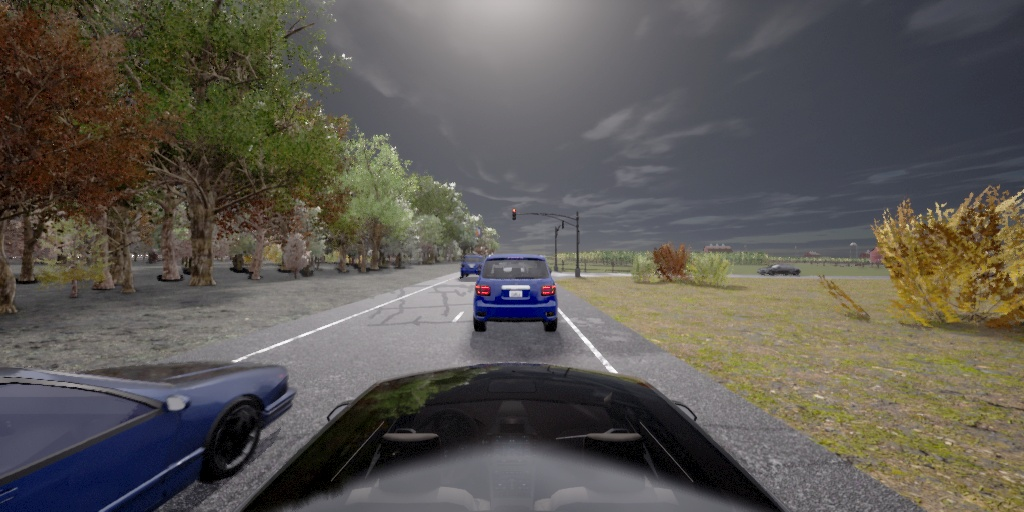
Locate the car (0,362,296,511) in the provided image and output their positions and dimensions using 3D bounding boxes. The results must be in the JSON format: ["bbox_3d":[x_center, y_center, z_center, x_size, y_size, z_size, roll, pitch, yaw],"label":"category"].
[{"bbox_3d":[-3.398,1.297,1.626,2.033,1.411,5.357,0,0,0],"label":"car"}]

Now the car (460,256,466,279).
[{"bbox_3d":[-3.451,0.977,33.286,2.150,2.045,5.566,0,0,0],"label":"car"}]

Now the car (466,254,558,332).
[{"bbox_3d":[0.088,0.973,11.011,2.150,2.045,5.566,0,0,0],"label":"car"}]

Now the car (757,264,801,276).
[{"bbox_3d":[32.303,1.683,43.398,4.674,1.442,1.812,1,-1,0],"label":"car"}]

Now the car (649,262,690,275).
[{"bbox_3d":[19.045,1.490,43.439,5.008,1.535,1.882,1,-1,0],"label":"car"}]
